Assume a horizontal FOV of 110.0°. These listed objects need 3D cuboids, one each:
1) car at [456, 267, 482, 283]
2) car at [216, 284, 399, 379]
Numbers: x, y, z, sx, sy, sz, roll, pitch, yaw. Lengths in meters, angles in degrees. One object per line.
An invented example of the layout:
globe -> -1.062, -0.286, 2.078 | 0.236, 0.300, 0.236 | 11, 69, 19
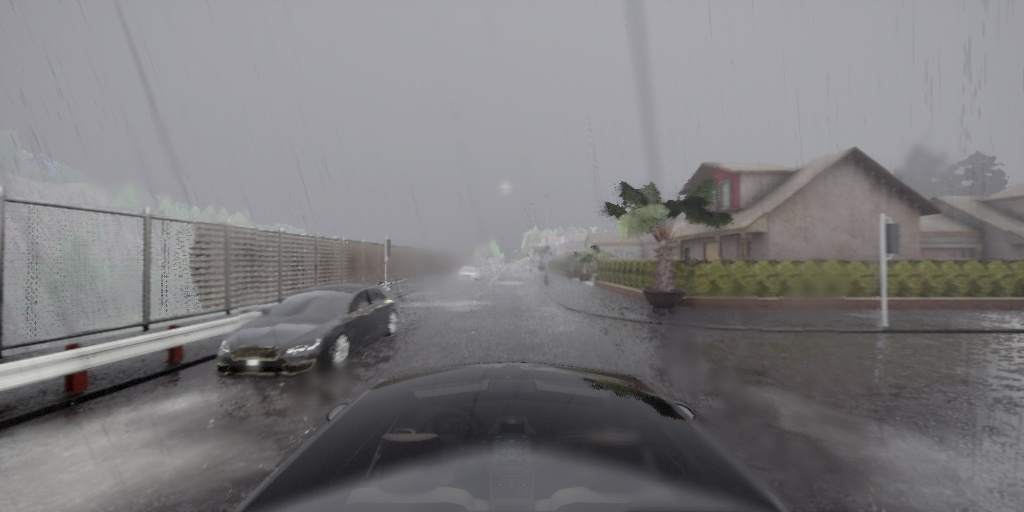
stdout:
car -> -3.983, 1.760, 34.072 | 1.812, 1.442, 4.674 | 0, 0, 0
car -> -3.999, 1.429, 7.979 | 1.837, 1.490, 4.892 | 0, 0, 0
